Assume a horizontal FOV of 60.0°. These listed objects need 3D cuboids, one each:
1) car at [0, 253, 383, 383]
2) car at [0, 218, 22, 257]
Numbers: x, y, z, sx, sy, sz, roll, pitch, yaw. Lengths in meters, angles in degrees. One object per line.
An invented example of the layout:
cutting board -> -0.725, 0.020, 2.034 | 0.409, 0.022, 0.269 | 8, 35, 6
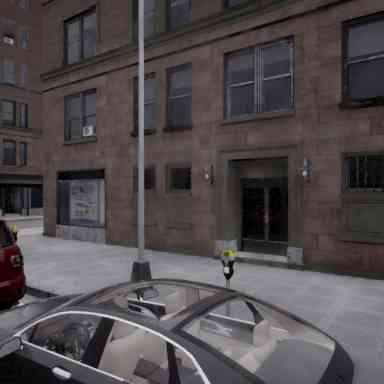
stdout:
car -> -0.515, 1.551, 3.150 | 4.403, 1.369, 2.008 | 0, 0, 34
car -> -5.209, 1.315, 6.352 | 5.009, 1.841, 2.192 | 0, 0, 34
